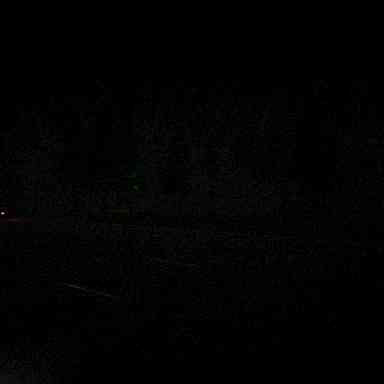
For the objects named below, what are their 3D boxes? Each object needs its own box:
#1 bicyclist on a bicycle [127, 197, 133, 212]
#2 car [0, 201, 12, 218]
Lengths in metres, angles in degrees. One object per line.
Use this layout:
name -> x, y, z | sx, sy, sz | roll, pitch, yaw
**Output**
bicyclist on a bicycle -> -6.393, 1.311, 34.227 | 0.582, 1.620, 1.656 | 0, -2, -23
car -> -17.534, 1.504, 28.827 | 4.892, 1.490, 1.837 | 0, 0, 35
